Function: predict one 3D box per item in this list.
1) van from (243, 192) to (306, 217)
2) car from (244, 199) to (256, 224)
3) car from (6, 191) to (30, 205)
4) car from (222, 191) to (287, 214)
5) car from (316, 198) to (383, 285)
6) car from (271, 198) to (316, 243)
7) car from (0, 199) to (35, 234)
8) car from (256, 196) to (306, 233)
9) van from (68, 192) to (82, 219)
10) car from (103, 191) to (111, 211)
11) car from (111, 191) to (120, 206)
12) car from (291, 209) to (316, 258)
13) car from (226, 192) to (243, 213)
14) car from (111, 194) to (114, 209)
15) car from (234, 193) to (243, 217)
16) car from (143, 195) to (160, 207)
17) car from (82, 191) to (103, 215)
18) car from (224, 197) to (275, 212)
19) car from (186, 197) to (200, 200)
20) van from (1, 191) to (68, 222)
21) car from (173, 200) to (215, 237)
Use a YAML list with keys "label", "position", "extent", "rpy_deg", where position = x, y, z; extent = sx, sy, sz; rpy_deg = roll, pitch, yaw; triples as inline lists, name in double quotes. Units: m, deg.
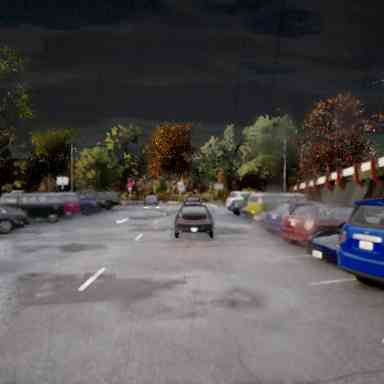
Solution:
- label: "van"
  position: [6.055, 1.095, 22.672]
  extent: [4.442, 1.987, 1.878]
  rpy_deg: [1, 0, -20]
- label: "car"
  position: [5.951, 1.344, 19.607]
  extent: [4.892, 1.521, 2.231]
  rpy_deg: [1, 1, -20]
- label: "car"
  position: [-26.681, 0.854, 51.140]
  extent: [2.435, 2.045, 5.566]
  rpy_deg: [0, 1, -19]
- label: "car"
  position: [5.968, 1.001, 31.713]
  extent: [5.566, 2.045, 2.435]
  rpy_deg: [1, 0, -20]
- label: "car"
  position: [5.972, 1.180, 7.530]
  extent: [5.566, 2.045, 2.435]
  rpy_deg: [1, 0, -20]
- label: "car"
  position: [5.915, 1.261, 13.556]
  extent: [4.553, 1.767, 2.185]
  rpy_deg: [1, 0, -20]
- label: "car"
  position: [-11.003, 1.362, 17.086]
  extent: [4.892, 1.521, 2.231]
  rpy_deg: [-1, 1, -20]
- label: "car"
  position: [5.907, 1.239, 16.585]
  extent: [4.553, 1.767, 2.185]
  rpy_deg: [1, 0, -20]
- label: "van"
  position: [-11.114, 1.071, 25.910]
  extent: [4.442, 1.987, 1.878]
  rpy_deg: [-1, 1, -20]
- label: "car"
  position: [-10.980, 0.998, 31.887]
  extent: [5.566, 2.045, 2.435]
  rpy_deg: [-1, 0, -20]
- label: "car"
  position: [-11.025, 0.954, 37.771]
  extent: [5.566, 2.045, 2.435]
  rpy_deg: [-1, 1, -20]
- label: "car"
  position: [5.911, 1.439, 10.533]
  extent: [4.792, 1.488, 2.163]
  rpy_deg: [1, 1, -20]
- label: "car"
  position: [5.927, 1.023, 28.653]
  extent: [5.566, 2.045, 2.435]
  rpy_deg: [1, 1, -20]
- label: "car"
  position: [-10.984, 1.256, 34.856]
  extent: [4.792, 1.488, 2.163]
  rpy_deg: [-1, 0, -20]
- label: "car"
  position: [5.979, 1.172, 25.656]
  extent: [4.553, 1.767, 2.185]
  rpy_deg: [1, 1, -20]
- label: "car"
  position: [-5.463, 1.170, 45.261]
  extent: [1.837, 1.490, 4.892]
  rpy_deg: [1, 0, -6]
- label: "car"
  position: [-10.982, 1.020, 28.928]
  extent: [5.566, 2.045, 2.435]
  rpy_deg: [-1, 0, -20]
- label: "car"
  position: [5.963, 1.258, 34.739]
  extent: [4.792, 1.488, 2.163]
  rpy_deg: [1, 0, -20]
- label: "car"
  position: [0.095, 1.234, 34.563]
  extent: [2.128, 1.511, 4.902]
  rpy_deg: [0, 0, 0]
- label: "van"
  position: [-11.115, 1.093, 22.951]
  extent: [4.442, 1.987, 1.878]
  rpy_deg: [-1, 1, -20]
- label: "car"
  position: [0.097, 1.380, 17.016]
  extent: [1.837, 1.490, 4.892]
  rpy_deg: [0, 0, 0]
